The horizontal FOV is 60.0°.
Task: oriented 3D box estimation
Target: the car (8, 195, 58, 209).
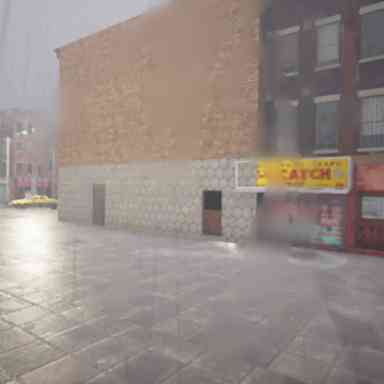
[{"bbox_3d":[-16.643,0.970,35.034,1.752,1.417,4.829,1,1,36],"label":"car"}]
